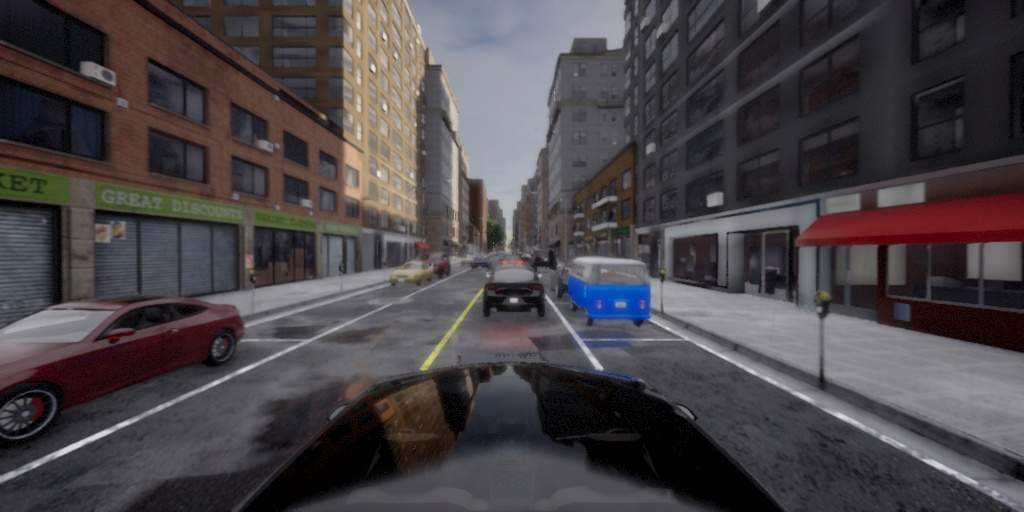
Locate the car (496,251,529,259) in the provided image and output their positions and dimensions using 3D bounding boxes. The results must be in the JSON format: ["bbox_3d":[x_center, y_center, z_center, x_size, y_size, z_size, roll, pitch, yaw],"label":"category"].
[{"bbox_3d":[0.059,0.615,29.107,2.097,1.767,4.553,0,1,0],"label":"car"}]

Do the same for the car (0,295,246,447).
[{"bbox_3d":[-5.860,1.270,5.138,1.802,1.307,4.207,0,0,0],"label":"car"}]

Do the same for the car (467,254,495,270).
[{"bbox_3d":[-3.132,0.725,37.161,1.895,1.301,4.718,0,1,0],"label":"car"}]

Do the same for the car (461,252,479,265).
[{"bbox_3d":[-5.901,0.447,48.906,1.751,1.417,4.829,0,0,0],"label":"car"}]

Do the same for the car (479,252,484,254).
[{"bbox_3d":[-5.906,0.380,54.567,2.007,1.370,4.403,0,0,0],"label":"car"}]

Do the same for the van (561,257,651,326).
[{"bbox_3d":[2.667,0.930,10.660,1.690,1.789,3.998,0,0,0],"label":"van"}]

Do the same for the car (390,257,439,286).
[{"bbox_3d":[-5.875,0.920,21.445,1.751,1.417,4.829,0,0,0],"label":"car"}]

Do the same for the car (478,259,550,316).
[{"bbox_3d":[0.069,1.035,12.481,1.882,1.535,5.008,0,1,0],"label":"car"}]

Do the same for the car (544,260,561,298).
[{"bbox_3d":[2.661,1.042,16.151,2.007,1.370,4.403,0,0,0],"label":"car"}]

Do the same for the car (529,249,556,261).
[{"bbox_3d":[3.075,0.378,35.220,2.150,2.045,5.566,0,1,0],"label":"car"}]

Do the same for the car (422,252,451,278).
[{"bbox_3d":[-5.880,0.613,27.107,2.192,1.841,5.009,0,0,0],"label":"car"}]
